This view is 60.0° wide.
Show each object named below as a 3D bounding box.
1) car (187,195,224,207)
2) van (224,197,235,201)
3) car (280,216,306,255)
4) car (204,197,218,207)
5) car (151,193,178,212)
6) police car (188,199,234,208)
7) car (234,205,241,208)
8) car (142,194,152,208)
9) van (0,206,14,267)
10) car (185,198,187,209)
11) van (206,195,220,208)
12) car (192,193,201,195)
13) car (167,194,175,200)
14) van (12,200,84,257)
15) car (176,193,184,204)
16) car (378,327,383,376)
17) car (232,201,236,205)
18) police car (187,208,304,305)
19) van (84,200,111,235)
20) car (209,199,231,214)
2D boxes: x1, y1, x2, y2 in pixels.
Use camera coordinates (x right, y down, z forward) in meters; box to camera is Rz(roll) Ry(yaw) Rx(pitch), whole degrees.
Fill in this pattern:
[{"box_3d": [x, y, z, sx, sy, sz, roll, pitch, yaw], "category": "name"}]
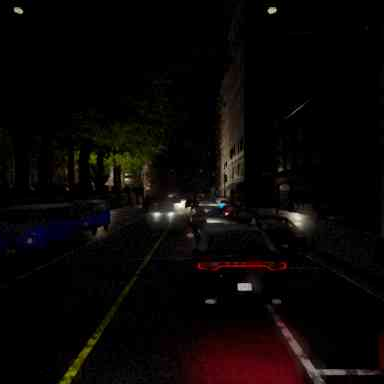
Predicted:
[{"box_3d": [0.909, 1.337, 24.149, 2.097, 1.767, 4.553, 0, 0, 0], "category": "car"}, {"box_3d": [2.866, 1.322, 29.527, 1.690, 1.788, 3.998, 0, 0, 0], "category": "van"}, {"box_3d": [2.861, 1.540, 12.546, 1.887, 1.381, 4.507, 0, 0, 0], "category": "car"}, {"box_3d": [2.875, 1.514, 52.169, 1.947, 1.339, 4.313, 0, 0, 0], "category": "car"}, {"box_3d": [-3.082, 1.322, 38.072, 2.097, 1.767, 4.553, 0, 0, 0], "category": "car"}, {"box_3d": [0.908, 1.417, 18.289, 1.930, 1.638, 5.238, 0, 0, 0], "category": "police car"}, {"box_3d": [2.863, 1.573, 18.206, 1.802, 1.307, 4.206, 0, 0, 0], "category": "car"}, {"box_3d": [-5.652, 1.272, 46.471, 2.192, 1.841, 5.009, 0, 0, 0], "category": "car"}, {"box_3d": [-5.667, 1.339, 6.866, 1.690, 1.788, 3.998, 0, 0, 0], "category": "van"}, {"box_3d": [0.032, 1.523, 45.330, 1.994, 1.385, 4.181, 0, 0, 0], "category": "car"}, {"box_3d": [2.873, 1.298, 46.508, 1.690, 1.788, 3.998, 0, 0, 0], "category": "van"}, {"box_3d": [0.021, 1.426, 58.733, 2.128, 1.511, 4.902, 0, 0, 0], "category": "car"}, {"box_3d": [-5.638, 1.395, 89.990, 1.752, 1.417, 4.829, 0, 0, 0], "category": "car"}, {"box_3d": [-5.665, 1.336, 12.523, 1.690, 1.788, 3.998, 0, 0, 0], "category": "van"}, {"box_3d": [-2.978, 1.457, 60.397, 1.812, 1.442, 4.674, 0, 0, 0], "category": "car"}, {"box_3d": [2.856, 1.315, 1.225, 2.192, 1.841, 5.009, 0, 0, 0], "category": "car"}, {"box_3d": [2.865, 1.568, 23.867, 1.802, 1.307, 4.206, 0, 0, 0], "category": "car"}, {"box_3d": [0.904, 1.423, 8.289, 1.930, 1.638, 5.238, 0, 0, 0], "category": "police car"}, {"box_3d": [-5.663, 1.332, 18.181, 1.690, 1.788, 3.998, 0, 0, 0], "category": "van"}, {"box_3d": [2.869, 1.519, 35.188, 1.887, 1.381, 4.507, 0, 0, 0], "category": "car"}]
